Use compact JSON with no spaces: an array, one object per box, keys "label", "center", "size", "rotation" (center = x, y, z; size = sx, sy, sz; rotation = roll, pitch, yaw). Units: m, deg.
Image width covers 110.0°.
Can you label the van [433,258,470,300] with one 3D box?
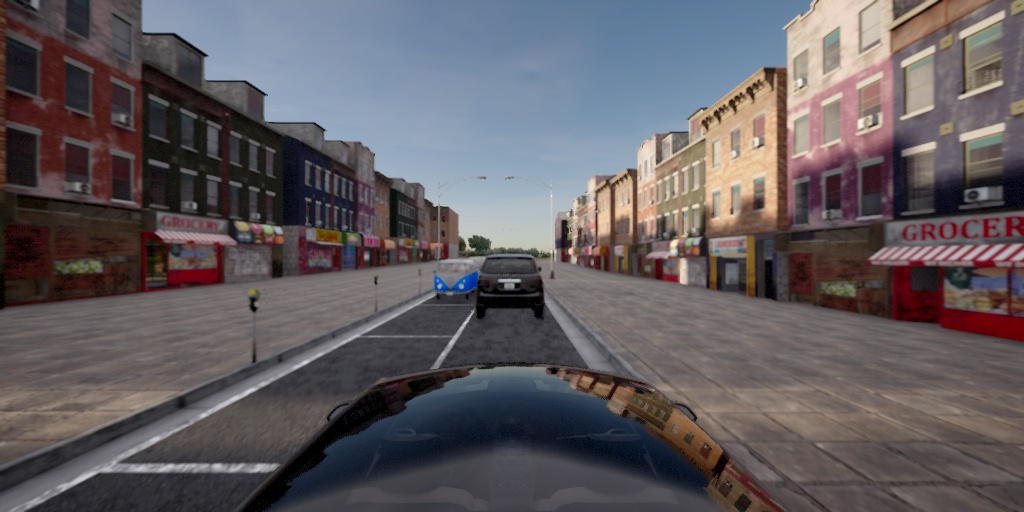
[{"label":"van","center":[-2.640,1.058,17.277],"size":[1.690,1.789,3.998],"rotation":[0,0,0]}]

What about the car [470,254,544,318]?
[{"label":"car","center":[-0.063,0.957,13.095],"size":[2.150,2.045,5.566],"rotation":[0,0,0]}]
